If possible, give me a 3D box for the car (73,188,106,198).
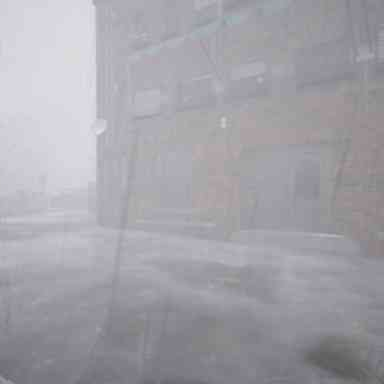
[{"bbox_3d":[-16.656,0.178,54.048,4.892,1.521,2.231,-1,3,24],"label":"car"}]

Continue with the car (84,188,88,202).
[{"bbox_3d":[-17.811,0.342,51.372,4.892,1.521,2.231,-1,3,24],"label":"car"}]

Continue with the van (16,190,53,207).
[{"bbox_3d":[-21.017,0.570,43.766,4.442,1.987,1.878,-1,2,24],"label":"van"}]

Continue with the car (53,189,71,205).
[{"bbox_3d":[-20.005,0.648,46.382,4.892,1.521,2.231,-1,3,24],"label":"car"}]

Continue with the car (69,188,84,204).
[{"bbox_3d":[-18.885,0.530,48.935,4.674,1.452,2.002,-1,3,24],"label":"car"}]
